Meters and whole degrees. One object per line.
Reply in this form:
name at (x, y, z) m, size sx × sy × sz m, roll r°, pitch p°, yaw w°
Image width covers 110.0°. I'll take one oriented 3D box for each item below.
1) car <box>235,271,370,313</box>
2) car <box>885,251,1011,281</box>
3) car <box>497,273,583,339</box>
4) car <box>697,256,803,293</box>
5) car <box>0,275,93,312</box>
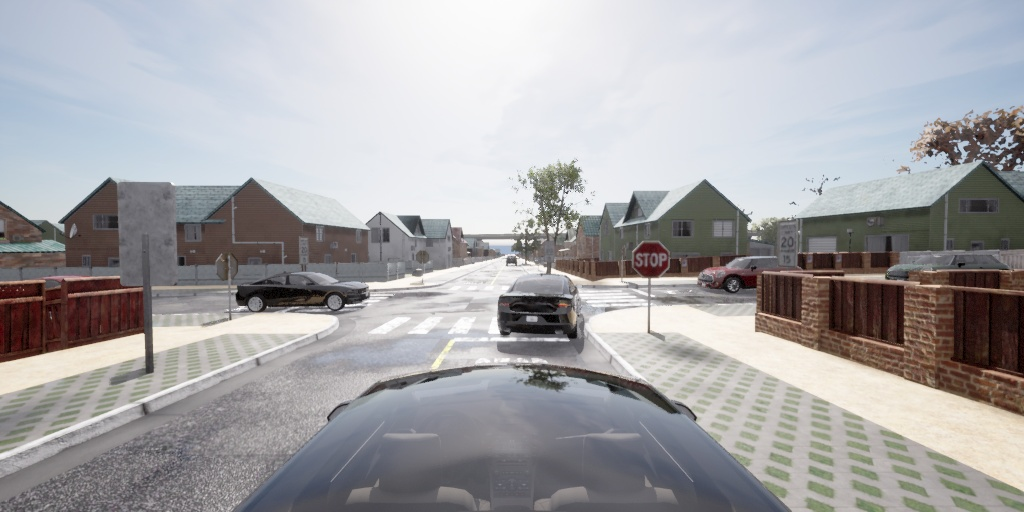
car at (-8.483, 1.377, 14.767) m, size 5.008 × 1.535 × 1.882 m, roll -1°, pitch 2°, yaw 0°
car at (21.683, 0.646, 17.955) m, size 4.553 × 1.767 × 2.097 m, roll -1°, pitch 2°, yaw 0°
car at (0.948, 1.224, 10.251) m, size 1.882 × 1.535 × 5.008 m, roll 0°, pitch 0°, yaw 12°
car at (11.788, 0.820, 17.872) m, size 4.553 × 1.767 × 2.097 m, roll -1°, pitch 2°, yaw 0°
car at (-18.036, 1.547, 14.694) m, size 5.008 × 1.535 × 1.882 m, roll -1°, pitch 2°, yaw 0°
